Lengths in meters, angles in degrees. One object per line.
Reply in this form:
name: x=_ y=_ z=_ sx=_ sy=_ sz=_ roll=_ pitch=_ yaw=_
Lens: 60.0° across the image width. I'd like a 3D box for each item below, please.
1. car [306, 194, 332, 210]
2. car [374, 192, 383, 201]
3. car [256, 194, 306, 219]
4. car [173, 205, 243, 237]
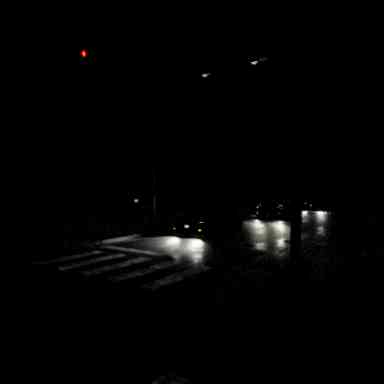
car: x=12.488 y=0.974 z=32.950 sx=1.837 sy=1.490 sz=4.892 roll=0 pitch=1 yaw=36
car: x=28.903 y=0.650 z=50.291 sx=1.994 sy=1.385 sz=4.181 roll=0 pitch=1 yaw=36
car: x=6.468 y=0.990 z=24.609 sx=2.097 sy=1.767 sz=4.553 roll=0 pitch=1 yaw=36
car: x=0.897 y=1.363 z=16.862 sx=1.994 sy=1.385 sz=4.181 roll=0 pitch=1 yaw=35
